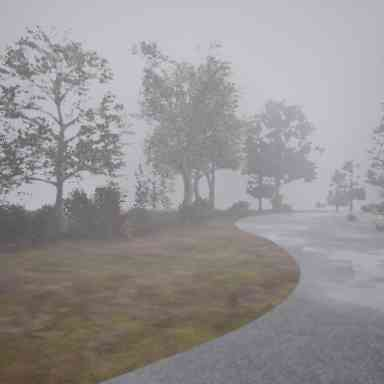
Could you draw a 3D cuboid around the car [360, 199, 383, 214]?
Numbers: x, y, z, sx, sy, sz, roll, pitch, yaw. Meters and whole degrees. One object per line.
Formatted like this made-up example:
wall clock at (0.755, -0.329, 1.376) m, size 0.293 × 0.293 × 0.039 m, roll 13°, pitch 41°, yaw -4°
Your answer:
car at (20.521, 1.487, 35.193) m, size 5.008 × 1.535 × 1.882 m, roll 0°, pitch -1°, yaw 3°
